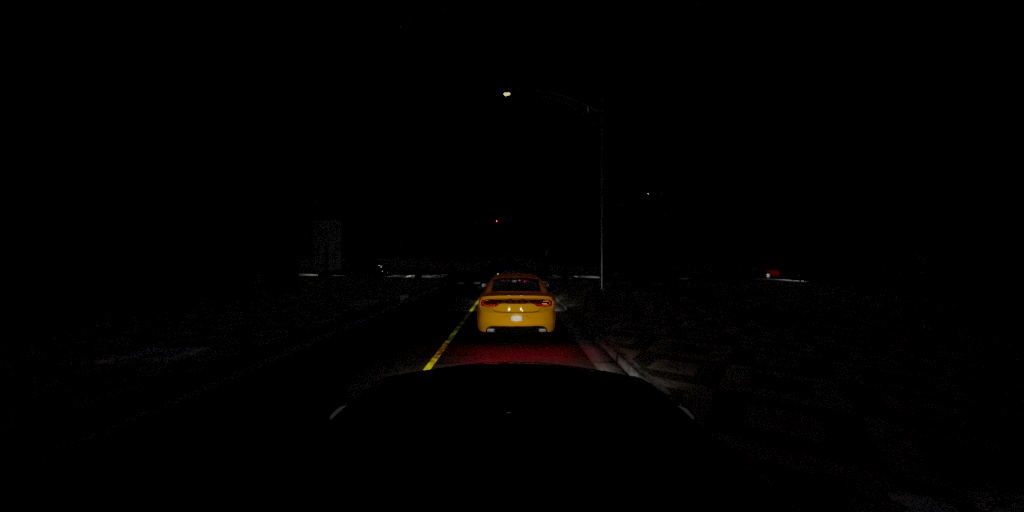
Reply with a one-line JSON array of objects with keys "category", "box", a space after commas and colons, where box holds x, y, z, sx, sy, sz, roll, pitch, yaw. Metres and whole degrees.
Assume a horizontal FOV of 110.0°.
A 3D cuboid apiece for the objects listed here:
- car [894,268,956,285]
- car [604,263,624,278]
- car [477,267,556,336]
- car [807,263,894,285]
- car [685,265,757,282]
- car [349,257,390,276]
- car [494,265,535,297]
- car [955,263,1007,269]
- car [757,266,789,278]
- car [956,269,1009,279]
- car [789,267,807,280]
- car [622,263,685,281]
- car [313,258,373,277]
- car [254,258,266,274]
[{"category": "car", "box": [34.717, 1.862, 30.942, 4.507, 1.381, 1.888, 0, 0, 0]}, {"category": "car", "box": [11.902, 1.454, 36.816, 4.892, 1.490, 1.837, 1, 0, 0]}, {"category": "car", "box": [0.104, 1.227, 10.405, 1.882, 1.535, 5.008, 0, 0, 0]}, {"category": "car", "box": [29.073, 1.539, 30.946, 5.009, 1.841, 2.192, 0, 0, 0]}, {"category": "car", "box": [17.956, 1.569, 30.954, 4.829, 1.417, 1.751, 0, 0, 0]}, {"category": "car", "box": [-13.881, 0.926, 33.594, 4.553, 1.767, 2.097, 1, 0, 1]}, {"category": "car", "box": [0.111, 1.296, 20.232, 2.033, 1.411, 5.357, 0, 0, 0]}, {"category": "car", "box": [44.297, 1.700, 33.585, 5.566, 2.045, 2.150, 1, 0, -1]}, {"category": "car", "box": [29.087, 1.763, 39.472, 4.507, 1.381, 1.888, 0, 0, 0]}, {"category": "car", "box": [40.367, 1.994, 30.938, 4.207, 1.307, 1.802, 0, 0, 0]}, {"category": "car", "box": [31.886, 1.771, 36.793, 4.892, 1.490, 1.837, 1, 0, 0]}, {"category": "car", "box": [12.144, 1.522, 30.958, 4.313, 1.339, 1.948, 0, 0, 0]}, {"category": "car", "box": [-14.764, 1.114, 30.882, 4.403, 1.370, 2.007, 0, 0, 0]}, {"category": "car", "box": [-23.879, 0.928, 33.647, 4.902, 1.511, 2.128, 1, 0, 0]}]
